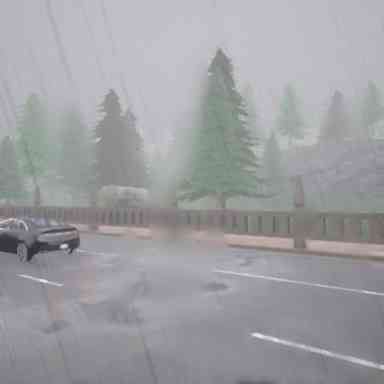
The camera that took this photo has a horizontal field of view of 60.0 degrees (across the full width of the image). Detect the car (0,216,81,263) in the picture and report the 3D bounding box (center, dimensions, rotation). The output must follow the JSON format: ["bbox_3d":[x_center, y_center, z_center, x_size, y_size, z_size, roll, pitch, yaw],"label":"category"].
[{"bbox_3d":[-6.301,1.665,12.716,4.902,1.511,2.128,-1,-1,36],"label":"car"}]
